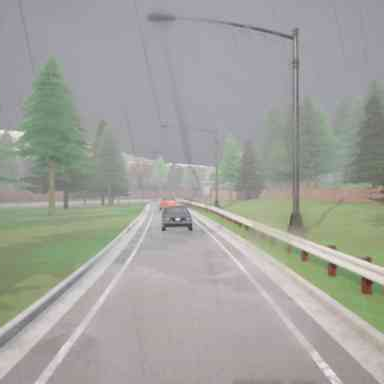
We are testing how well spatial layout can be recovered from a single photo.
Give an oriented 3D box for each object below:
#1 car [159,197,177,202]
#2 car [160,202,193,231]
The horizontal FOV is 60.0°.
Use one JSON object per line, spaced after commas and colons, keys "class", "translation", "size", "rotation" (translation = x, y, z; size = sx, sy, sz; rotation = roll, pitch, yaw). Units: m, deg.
{"class": "car", "translation": [-2.986, 1.384, 41.807], "size": [2.097, 1.767, 4.553], "rotation": [0, 0, -6]}
{"class": "car", "translation": [-0.985, 1.563, 20.931], "size": [2.033, 1.411, 5.357], "rotation": [0, 0, -5]}
